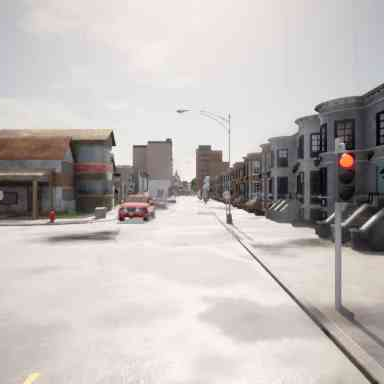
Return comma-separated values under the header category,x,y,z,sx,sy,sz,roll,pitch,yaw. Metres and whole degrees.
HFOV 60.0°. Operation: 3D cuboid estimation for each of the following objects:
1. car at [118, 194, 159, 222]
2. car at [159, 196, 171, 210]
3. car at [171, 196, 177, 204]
category,x,y,z,sx,sy,sz,roll,pitch,yaw
car,-4.252,1.221,26.530,2.150,2.045,5.566,0,0,2
car,-4.099,1.504,42.410,1.837,1.490,4.892,0,0,0
car,-3.999,1.547,65.515,2.033,1.411,5.357,0,0,0
